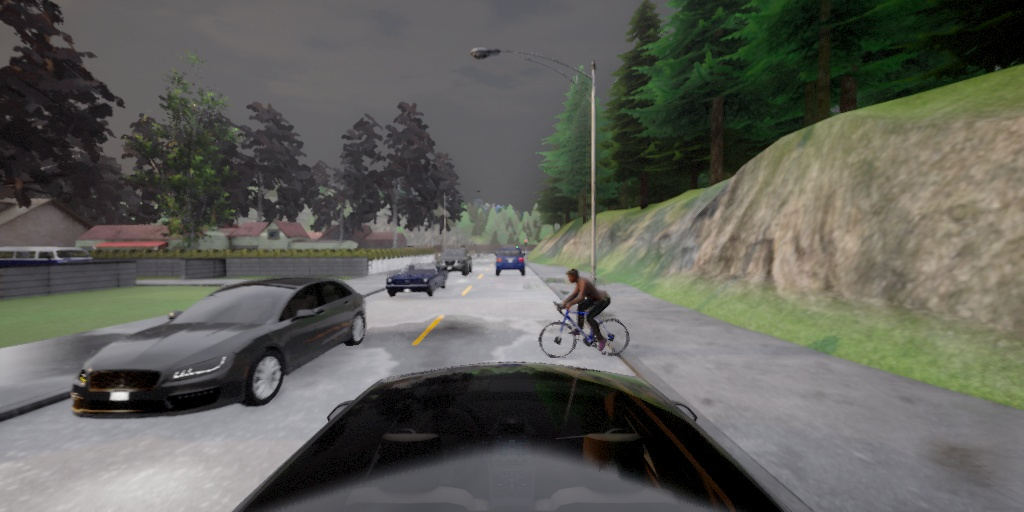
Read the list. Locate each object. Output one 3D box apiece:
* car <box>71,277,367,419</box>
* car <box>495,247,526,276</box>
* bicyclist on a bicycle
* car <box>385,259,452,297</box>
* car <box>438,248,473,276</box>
[{"bbox_3d":[-4.133,1.172,6.178,1.837,1.490,4.892,0,1,-1],"label":"car"},{"bbox_3d":[-0.121,0.366,27.426,2.150,2.045,5.566,0,1,0],"label":"car"},{"bbox_3d":[1.290,1.039,6.496,1.656,1.620,0.582,-3,1,0],"label":"bicyclist on a bicycle"},{"bbox_3d":[-4.222,1.022,16.595,1.895,1.301,4.718,0,1,0],"label":"car"},{"bbox_3d":[-4.288,0.388,27.389,2.150,2.045,5.566,0,1,0],"label":"car"}]
